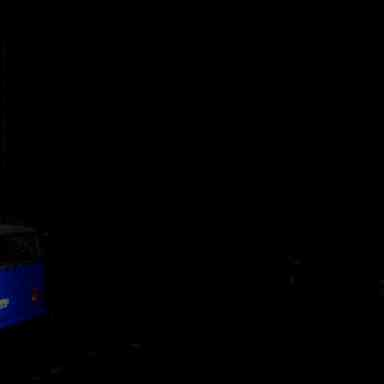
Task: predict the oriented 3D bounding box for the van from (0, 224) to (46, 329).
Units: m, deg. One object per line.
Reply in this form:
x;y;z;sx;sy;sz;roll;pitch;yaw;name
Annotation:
-4.287;1.406;5.863;3.998;1.788;1.690;-1;0;35;van
